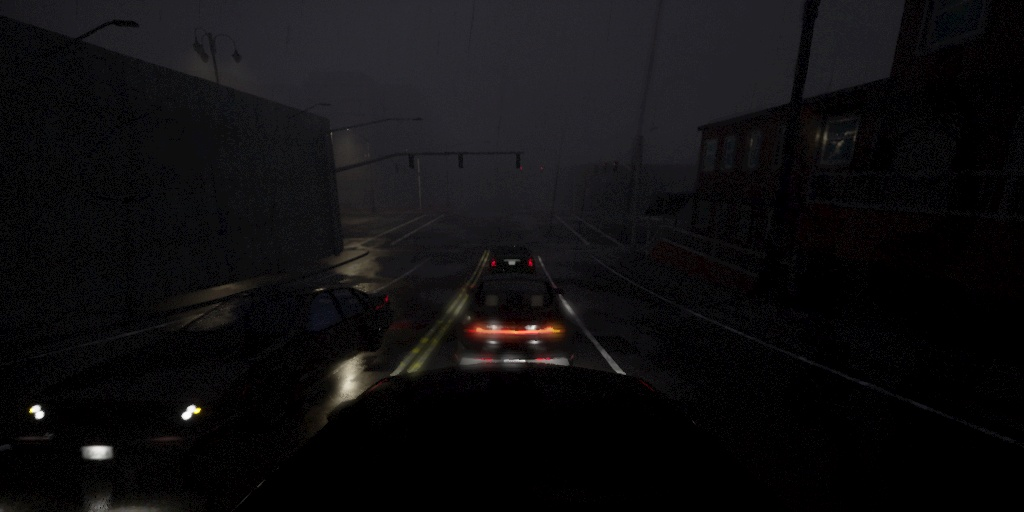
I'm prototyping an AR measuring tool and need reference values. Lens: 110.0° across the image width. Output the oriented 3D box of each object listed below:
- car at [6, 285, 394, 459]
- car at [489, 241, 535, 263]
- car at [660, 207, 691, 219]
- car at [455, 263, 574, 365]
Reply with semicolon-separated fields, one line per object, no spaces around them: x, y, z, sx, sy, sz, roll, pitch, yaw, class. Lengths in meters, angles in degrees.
-3.556;1.216;5.738;2.033;1.411;5.357;0;2;0;car
0.006;0.056;17.461;2.097;1.767;4.553;0;7;0;car
21.173;-5.578;46.070;4.674;1.442;1.812;0;12;0;car
0.049;1.111;7.212;1.837;1.490;4.892;0;3;0;car
